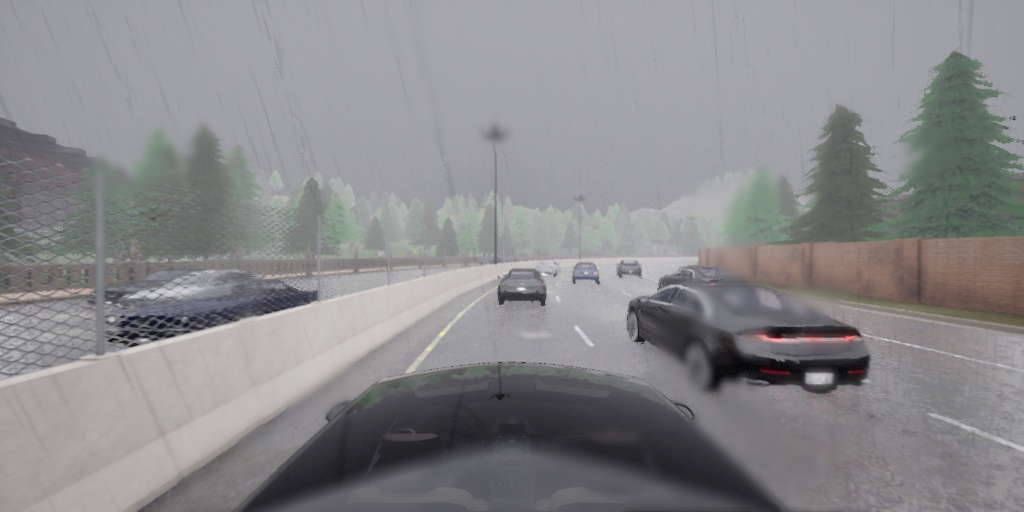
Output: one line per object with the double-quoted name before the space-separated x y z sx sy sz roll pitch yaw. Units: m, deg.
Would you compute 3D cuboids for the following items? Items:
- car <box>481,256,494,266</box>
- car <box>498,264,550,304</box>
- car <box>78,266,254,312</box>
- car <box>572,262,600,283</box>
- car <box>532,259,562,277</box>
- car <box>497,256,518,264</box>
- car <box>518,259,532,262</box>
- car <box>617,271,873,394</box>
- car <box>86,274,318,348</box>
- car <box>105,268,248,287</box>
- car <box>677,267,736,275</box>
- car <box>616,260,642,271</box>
"car" -3.218 0.767 55.940 2.128 1.511 4.902 0 0 26
"car" 0.516 1.232 15.779 1.994 1.385 4.181 0 0 4
"car" -13.866 1.219 15.045 2.033 1.411 5.357 0 0 3
"car" 5.333 1.157 25.879 2.033 1.411 5.357 0 0 11
"car" 3.283 1.097 32.468 1.812 1.442 4.674 0 0 14
"car" -0.062 1.009 54.429 1.994 1.385 4.181 0 0 26
"car" 3.094 1.062 52.916 1.994 1.385 4.181 0 0 26
"car" 3.621 1.213 6.612 2.128 1.511 4.902 0 0 1
"car" -7.049 1.307 9.117 1.895 1.301 4.718 0 0 1
"car" -10.405 1.214 12.244 1.812 1.442 4.674 0 0 2
"car" 7.393 1.169 14.207 2.128 1.511 4.902 0 0 3
"car" 10.229 1.070 31.390 2.128 1.511 4.902 0 0 14
